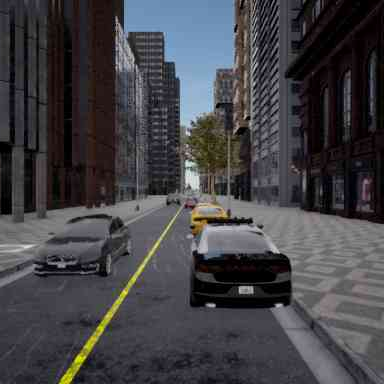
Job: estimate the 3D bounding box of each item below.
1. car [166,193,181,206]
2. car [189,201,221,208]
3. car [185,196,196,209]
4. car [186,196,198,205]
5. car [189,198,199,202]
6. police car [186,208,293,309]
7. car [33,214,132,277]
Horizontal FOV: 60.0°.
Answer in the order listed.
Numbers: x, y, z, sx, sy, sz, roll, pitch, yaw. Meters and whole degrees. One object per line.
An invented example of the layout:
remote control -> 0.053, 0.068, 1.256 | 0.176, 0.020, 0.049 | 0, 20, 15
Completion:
car -> -3.007, 1.219, 54.232 | 2.150, 2.045, 5.566 | 0, 0, 0
car -> 0.897, 1.478, 18.005 | 1.882, 1.535, 5.008 | 0, 0, 0
car -> 0.013, 1.563, 45.951 | 1.994, 1.385, 4.181 | 0, 0, 1
car -> -0.008, 1.475, 58.558 | 1.882, 1.535, 5.008 | 0, 0, 0
car -> 0.896, 1.455, 24.196 | 1.801, 1.575, 5.366 | 0, 0, 0
police car -> 0.899, 1.425, 8.115 | 1.930, 1.638, 5.238 | 0, 0, 0
car -> -3.102, 1.505, 10.339 | 1.837, 1.490, 4.892 | 0, 0, 0
